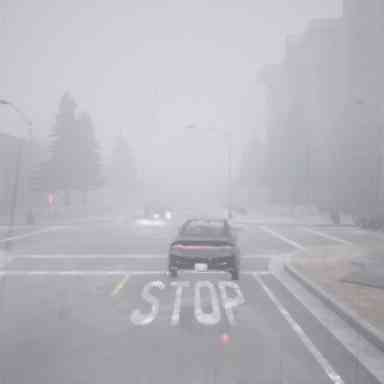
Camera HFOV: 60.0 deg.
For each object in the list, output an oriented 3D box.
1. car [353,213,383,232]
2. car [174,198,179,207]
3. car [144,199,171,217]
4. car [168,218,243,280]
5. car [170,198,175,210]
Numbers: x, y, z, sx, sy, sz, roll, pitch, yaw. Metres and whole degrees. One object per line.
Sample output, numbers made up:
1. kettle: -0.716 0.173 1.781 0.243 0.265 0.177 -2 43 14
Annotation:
1. car: 12.419 1.688 20.108 4.718 1.301 1.895 0 0 1
2. car: -3.499 1.844 58.769 1.812 1.442 4.674 0 0 0
3. car: -3.594 1.659 33.090 2.128 1.511 4.902 0 0 0
4. car: 0.513 1.544 10.211 2.128 1.511 4.902 0 0 7
5. car: -3.592 1.819 43.034 1.895 1.301 4.718 0 0 0
